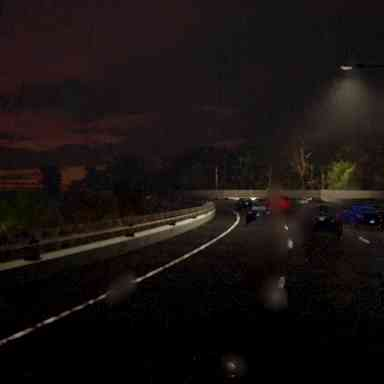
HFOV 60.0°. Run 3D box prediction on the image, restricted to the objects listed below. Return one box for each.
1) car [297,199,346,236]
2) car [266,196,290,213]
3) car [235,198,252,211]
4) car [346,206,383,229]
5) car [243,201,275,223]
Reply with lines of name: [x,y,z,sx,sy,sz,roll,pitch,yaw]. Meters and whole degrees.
car: [7.425,1.485,19.709,2.097,1.767,4.553,0,0,14]
car: [10.517,1.467,41.100,2.150,2.045,5.566,0,0,2]
car: [7.070,1.591,44.750,2.097,1.767,4.553,0,0,1]
car: [11.796,1.702,23.148,1.812,1.442,4.674,0,0,12]
car: [5.403,1.714,26.911,1.994,1.385,4.181,0,0,11]
